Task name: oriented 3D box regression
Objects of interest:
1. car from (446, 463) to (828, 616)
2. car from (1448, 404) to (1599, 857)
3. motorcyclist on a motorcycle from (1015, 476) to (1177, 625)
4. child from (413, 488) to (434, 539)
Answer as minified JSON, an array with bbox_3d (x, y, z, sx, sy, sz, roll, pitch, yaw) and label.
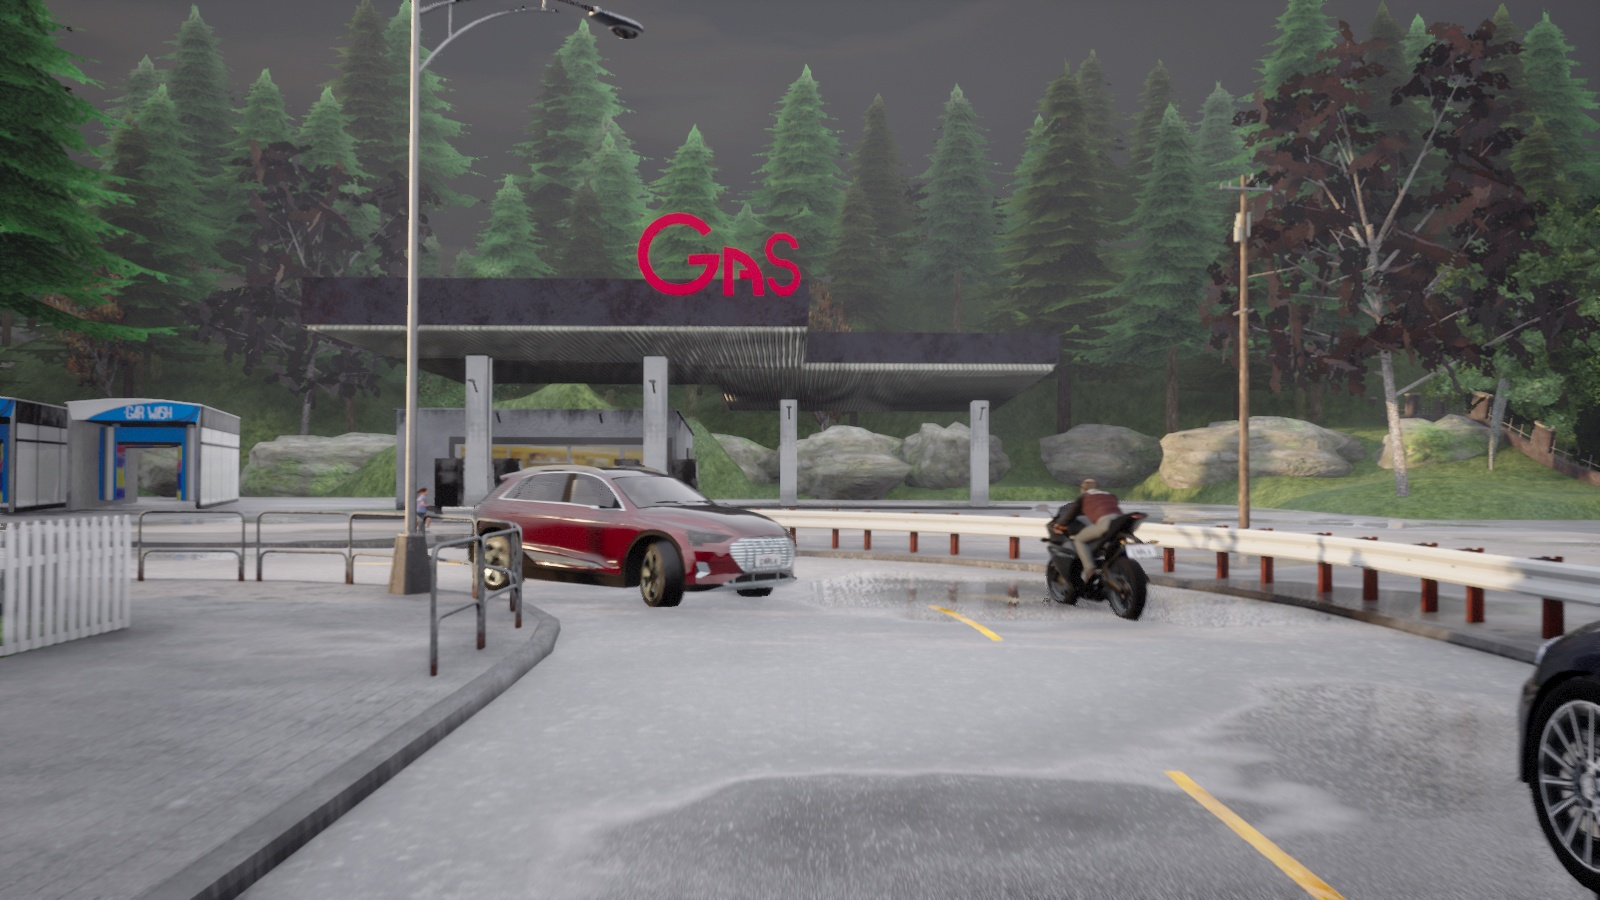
[{"bbox_3d":[-2.184,1.022,15.948,4.856,1.649,2.033,-1,-2,40],"label":"car"},{"bbox_3d":[3.990,0.629,3.104,2.152,1.651,5.027,0,-1,0],"label":"car"},{"bbox_3d":[3.314,1.078,14.338,0.866,1.530,2.191,-1,-1,-14],"label":"motorcyclist on a motorcycle"},{"bbox_3d":[-8.341,1.404,27.827,0.394,1.110,0.255,0,-1,6],"label":"child"}]
